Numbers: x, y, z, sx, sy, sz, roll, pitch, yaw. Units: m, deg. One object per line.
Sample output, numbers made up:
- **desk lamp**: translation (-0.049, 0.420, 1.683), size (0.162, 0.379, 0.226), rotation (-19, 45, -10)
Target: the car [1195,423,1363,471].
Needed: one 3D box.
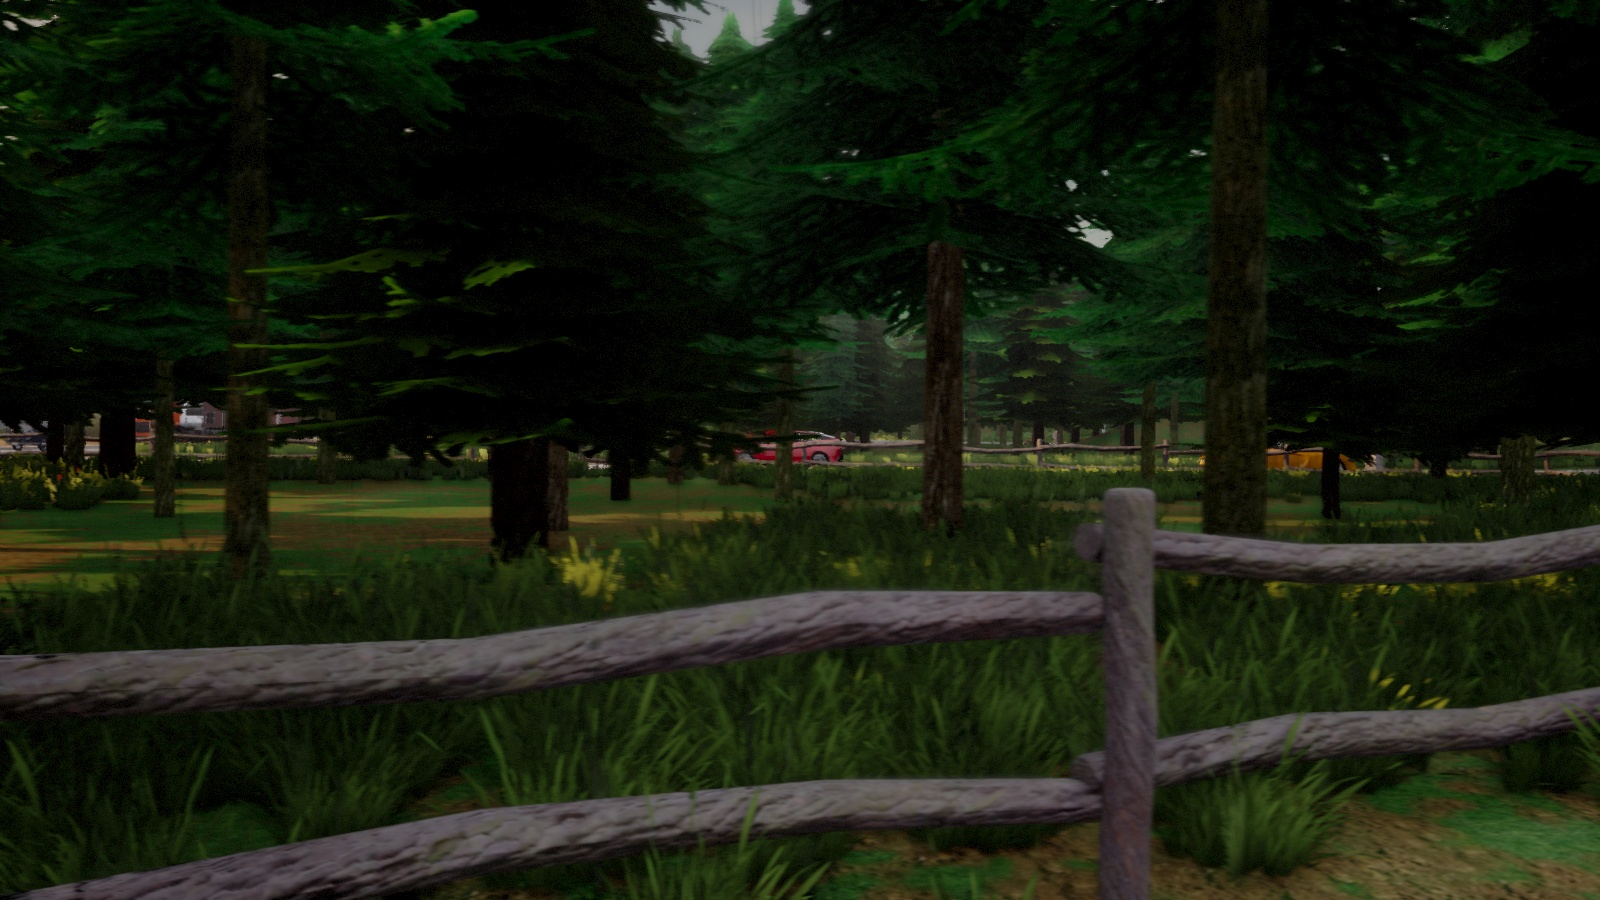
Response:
- **car**: translation (16.232, -0.106, 42.735), size (5.008, 1.535, 1.882), rotation (-1, 1, 6)

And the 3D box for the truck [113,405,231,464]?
- **truck**: translation (-39.287, -1.003, 78.914), size (2.891, 3.462, 7.936), rotation (-1, 1, 5)

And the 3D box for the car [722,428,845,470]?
- **car**: translation (-0.591, -0.037, 48.069), size (4.514, 1.525, 2.007), rotation (-1, 1, 6)

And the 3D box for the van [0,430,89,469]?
- **van**: translation (-40.308, -0.070, 67.158), size (1.775, 1.987, 4.442), rotation (-1, 1, 5)
